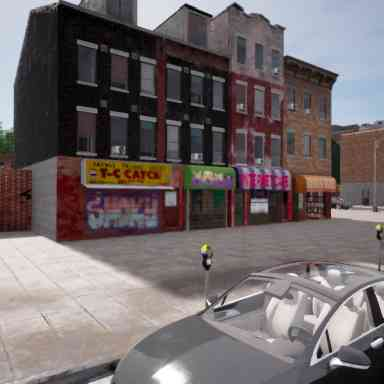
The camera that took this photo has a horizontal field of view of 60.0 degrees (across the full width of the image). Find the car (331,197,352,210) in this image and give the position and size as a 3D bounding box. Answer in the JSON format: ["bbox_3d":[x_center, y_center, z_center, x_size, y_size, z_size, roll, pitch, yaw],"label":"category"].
[{"bbox_3d":[16.642,1.383,39.968,1.837,1.490,4.892,0,0,-36],"label":"car"}]

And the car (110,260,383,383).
[{"bbox_3d":[1.276,1.552,3.709,4.403,1.369,2.008,0,0,-35],"label":"car"}]

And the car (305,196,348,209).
[{"bbox_3d":[17.590,1.361,43.700,1.882,1.535,5.008,0,0,-36],"label":"car"}]
